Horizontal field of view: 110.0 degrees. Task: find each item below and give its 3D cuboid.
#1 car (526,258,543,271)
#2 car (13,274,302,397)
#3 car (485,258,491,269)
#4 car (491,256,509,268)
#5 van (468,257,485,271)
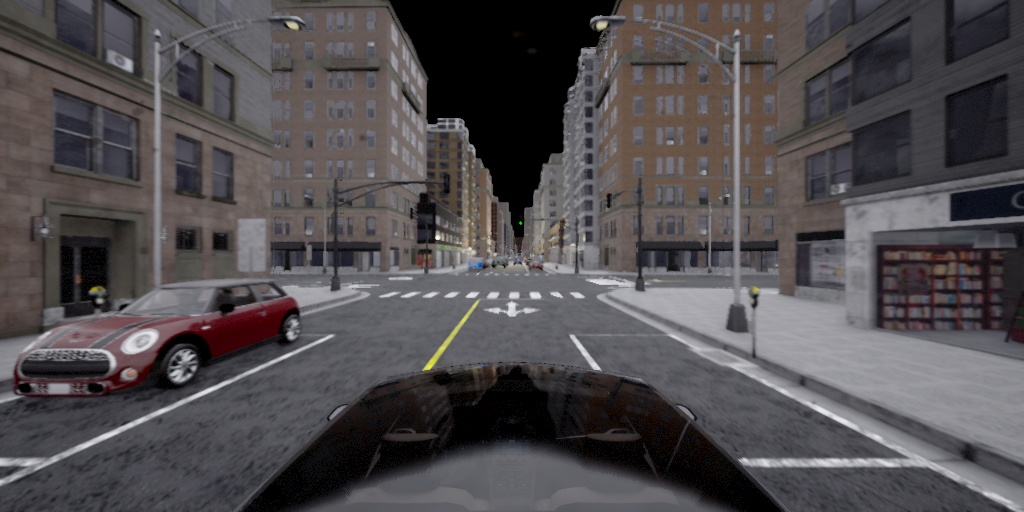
[{"bbox_3d":[3.344,1.218,50.333,1.967,1.591,4.097,0,0,1],"label":"car"},{"bbox_3d":[-5.858,1.191,6.630,1.967,1.591,4.097,0,0,0],"label":"car"},{"bbox_3d":[-5.059,1.100,56.038,2.192,1.841,5.009,0,0,1],"label":"car"},{"bbox_3d":[-2.137,1.012,60.351,2.150,2.045,5.566,0,0,2],"label":"car"},{"bbox_3d":[-5.180,1.119,50.515,1.690,1.789,3.998,0,0,1],"label":"van"}]
